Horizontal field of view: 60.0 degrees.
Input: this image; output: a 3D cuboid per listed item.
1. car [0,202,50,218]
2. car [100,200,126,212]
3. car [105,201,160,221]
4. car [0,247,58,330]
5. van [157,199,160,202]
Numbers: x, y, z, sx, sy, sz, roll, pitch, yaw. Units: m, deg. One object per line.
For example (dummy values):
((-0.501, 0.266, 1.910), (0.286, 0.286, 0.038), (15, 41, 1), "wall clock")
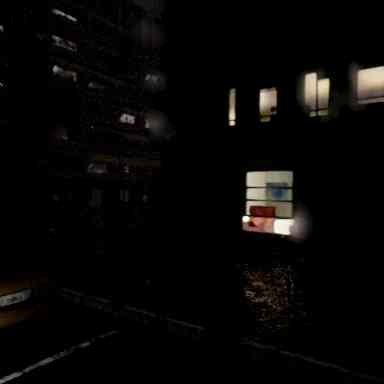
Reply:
((-15.319, 1.586, 30.528), (2.008, 1.369, 4.403), (1, 0, 36), "car")
((-8.769, 1.672, 39.448), (1.887, 1.381, 4.507), (1, 0, 36), "car")
((-5.295, 1.796, 30.022), (1.947, 1.339, 4.313), (1, 0, 36), "car")
((-4.461, 1.514, 6.199), (4.829, 1.417, 1.752), (0, 1, 36), "car")
((-2.017, 1.617, 34.482), (1.690, 1.788, 3.998), (1, 0, 36), "van")
